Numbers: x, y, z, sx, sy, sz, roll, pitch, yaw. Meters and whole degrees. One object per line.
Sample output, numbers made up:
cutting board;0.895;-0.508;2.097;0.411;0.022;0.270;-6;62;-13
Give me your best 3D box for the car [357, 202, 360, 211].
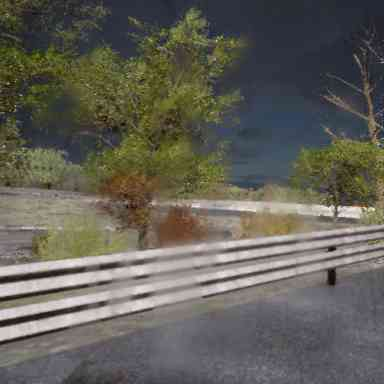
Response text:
car;31.429;2.852;57.089;5.566;2.045;2.150;2;-2;22
